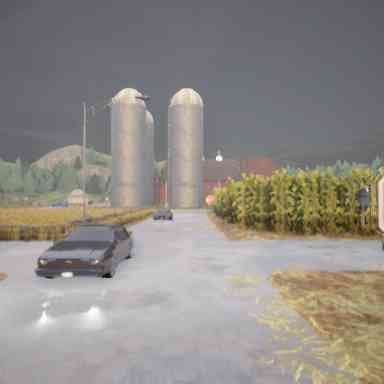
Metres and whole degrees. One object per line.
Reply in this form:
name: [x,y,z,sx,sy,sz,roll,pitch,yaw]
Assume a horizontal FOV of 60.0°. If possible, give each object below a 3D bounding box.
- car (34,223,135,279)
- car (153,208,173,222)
car: [-3.105,1.748,10.952,2.033,1.411,5.357,0,-1,0]
car: [-3.090,2.481,36.292,1.994,1.385,4.181,0,-1,0]
